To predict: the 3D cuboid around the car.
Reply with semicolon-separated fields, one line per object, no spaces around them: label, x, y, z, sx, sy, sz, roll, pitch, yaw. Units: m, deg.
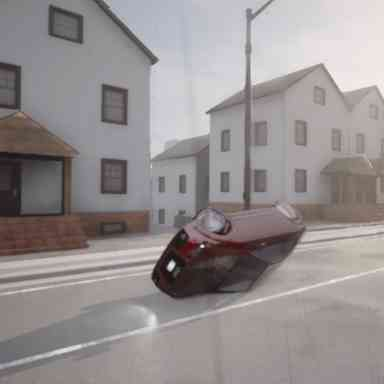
car;1.162;1.482;7.761;4.181;1.994;1.385;-4;46;-42
